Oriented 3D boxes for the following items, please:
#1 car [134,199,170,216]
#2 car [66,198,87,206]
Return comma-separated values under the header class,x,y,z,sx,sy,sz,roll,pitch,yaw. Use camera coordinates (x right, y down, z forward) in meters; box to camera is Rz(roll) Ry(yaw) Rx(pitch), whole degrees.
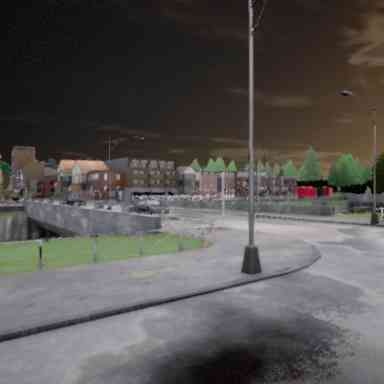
class,x,y,z,sx,sy,sz,roll,pitch,yaw
car,-3.921,1.429,31.239,1.812,1.442,4.674,0,0,-36
car,-17.454,1.504,50.309,1.895,1.301,4.718,0,0,-35
